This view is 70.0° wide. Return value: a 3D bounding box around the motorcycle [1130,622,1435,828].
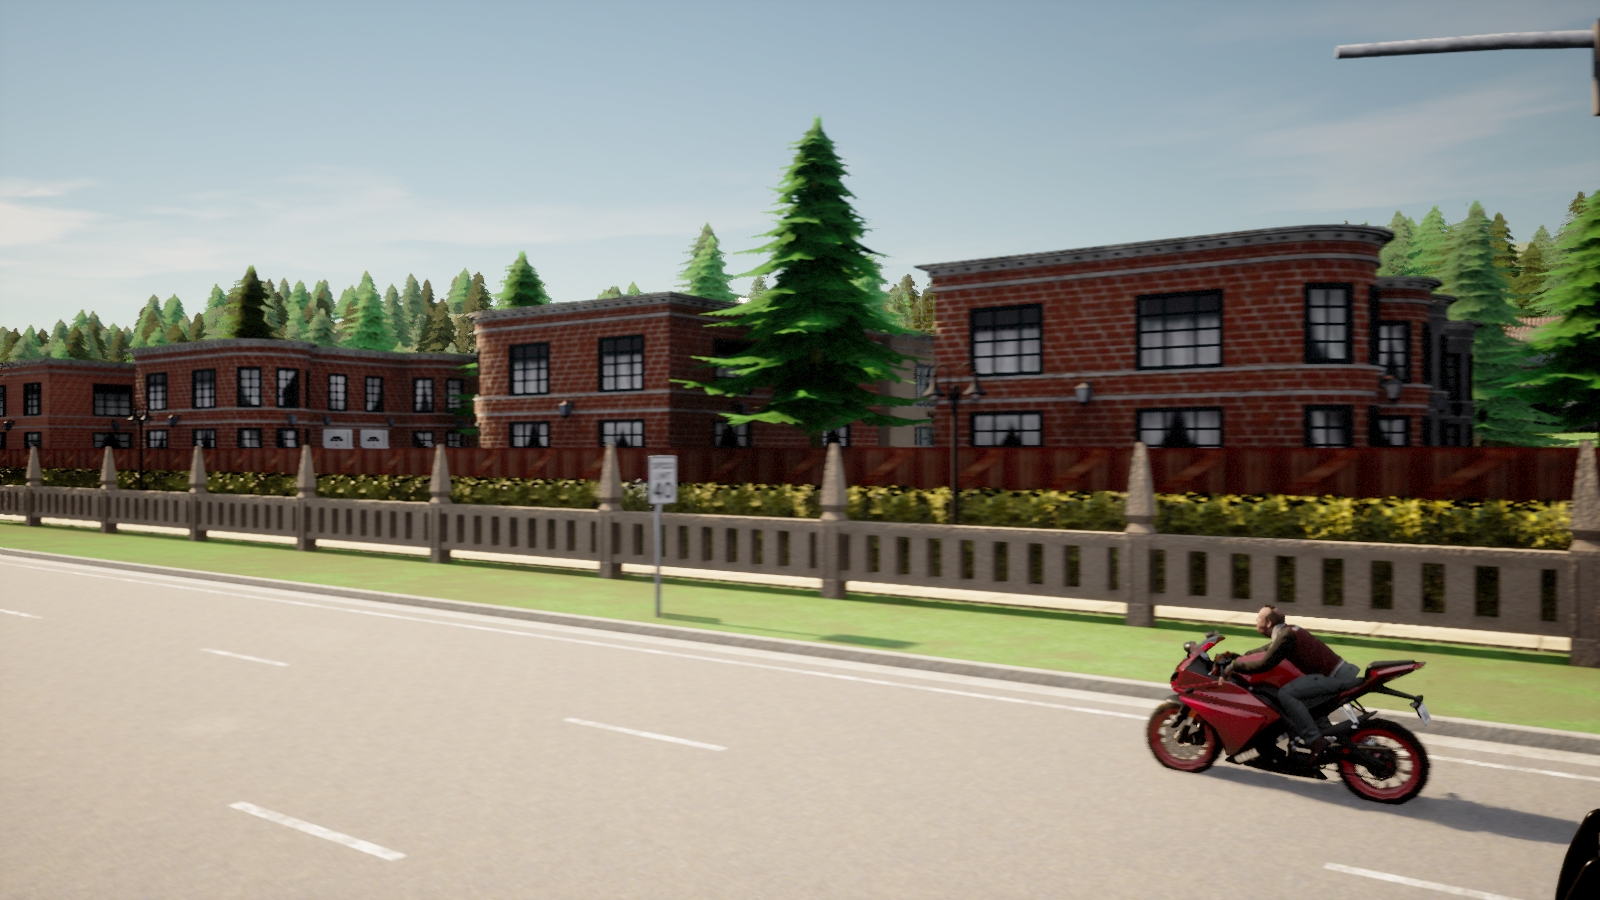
[{"bbox_3d":[3.989,2.205,9.538,2.209,1.251,0.867,0,0,35],"label":"motorcycle"}]
